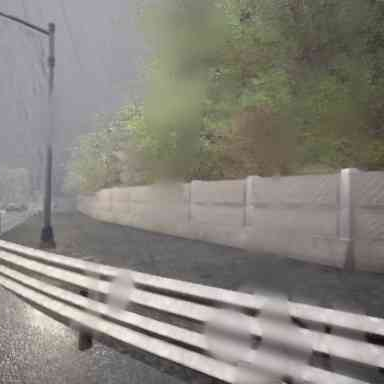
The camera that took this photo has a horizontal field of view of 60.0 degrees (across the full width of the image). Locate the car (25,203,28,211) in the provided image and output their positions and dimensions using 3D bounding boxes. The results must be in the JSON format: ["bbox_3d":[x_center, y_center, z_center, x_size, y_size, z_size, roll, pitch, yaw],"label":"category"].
[{"bbox_3d":[-30.755,2.532,59.852,1.837,1.490,4.892,1,-1,-21],"label":"car"}]

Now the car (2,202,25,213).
[{"bbox_3d":[-27.289,2.403,51.016,1.812,1.442,4.674,0,-2,-21],"label":"car"}]

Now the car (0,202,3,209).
[{"bbox_3d":[-34.144,2.472,58.904,1.812,1.442,4.674,1,-1,-21],"label":"car"}]
